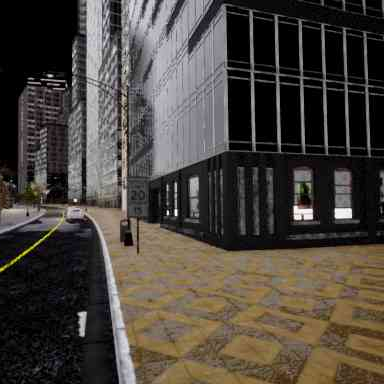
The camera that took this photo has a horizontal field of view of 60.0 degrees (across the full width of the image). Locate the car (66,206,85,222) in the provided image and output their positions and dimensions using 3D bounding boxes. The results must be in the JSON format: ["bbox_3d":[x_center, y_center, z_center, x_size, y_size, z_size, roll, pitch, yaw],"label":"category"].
[{"bbox_3d":[-13.142,2.522,37.367,1.812,1.442,4.674,0,-2,-19],"label":"car"}]

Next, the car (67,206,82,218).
[{"bbox_3d":[-16.627,2.739,46.932,1.882,1.535,5.008,0,-2,-21],"label":"car"}]
